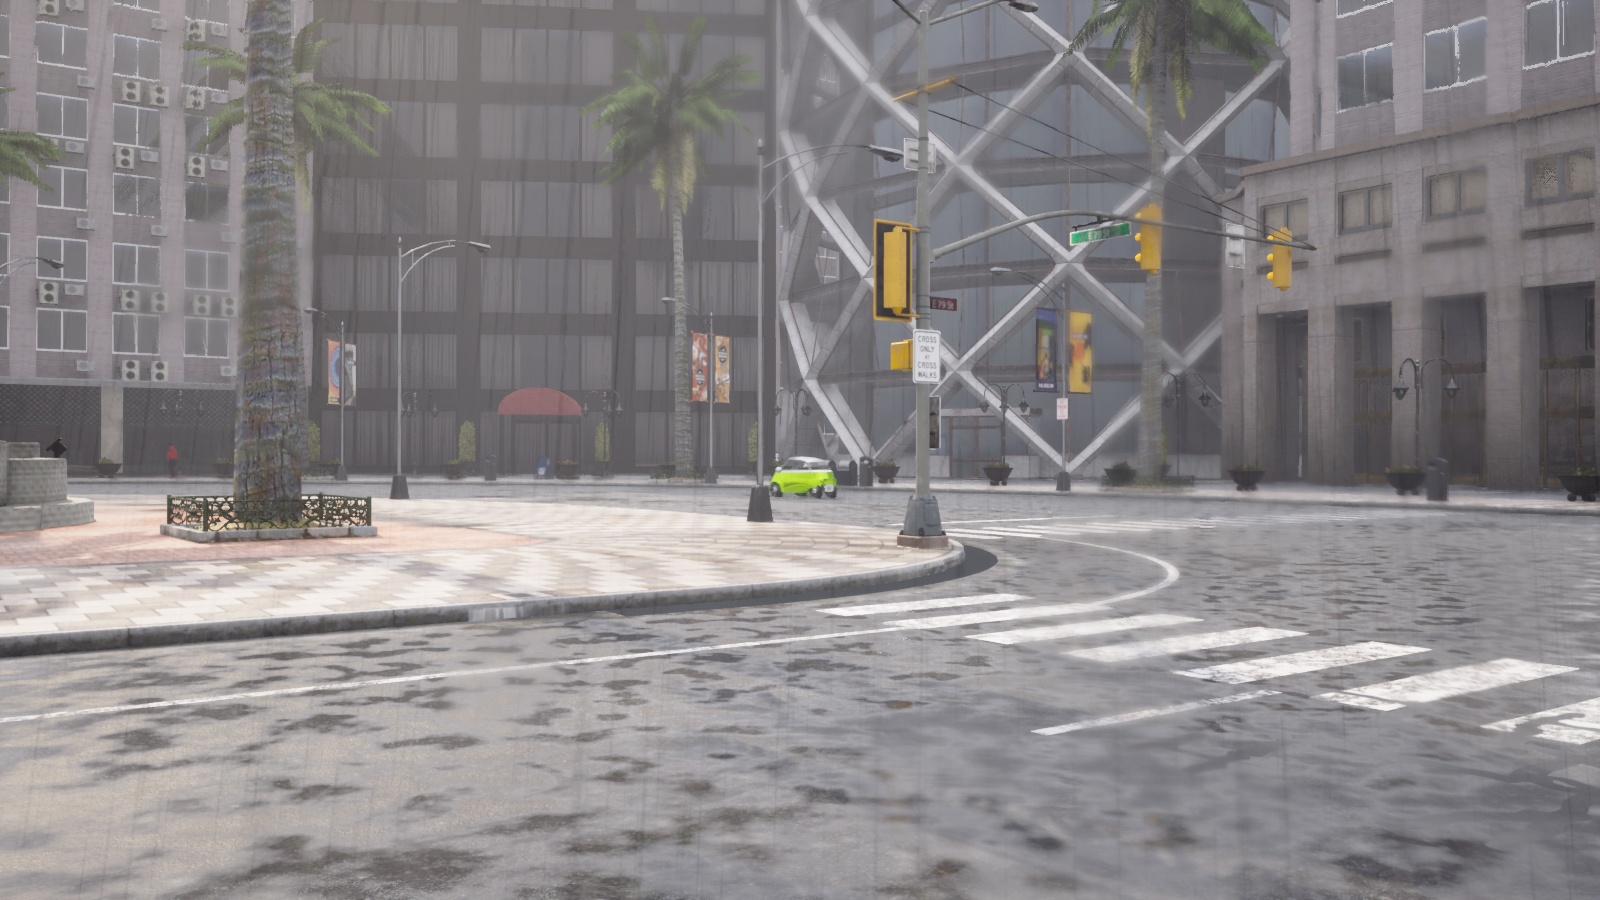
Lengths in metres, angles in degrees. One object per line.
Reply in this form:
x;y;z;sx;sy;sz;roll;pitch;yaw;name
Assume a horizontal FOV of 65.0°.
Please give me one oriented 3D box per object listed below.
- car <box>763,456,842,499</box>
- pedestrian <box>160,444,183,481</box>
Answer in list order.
0.086;0.902;41.797;2.207;1.376;1.481;0;0;41;car
-31.207;0.620;62.355;0.899;1.844;0.634;0;0;-11;pedestrian
